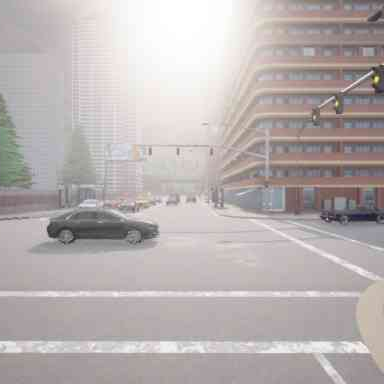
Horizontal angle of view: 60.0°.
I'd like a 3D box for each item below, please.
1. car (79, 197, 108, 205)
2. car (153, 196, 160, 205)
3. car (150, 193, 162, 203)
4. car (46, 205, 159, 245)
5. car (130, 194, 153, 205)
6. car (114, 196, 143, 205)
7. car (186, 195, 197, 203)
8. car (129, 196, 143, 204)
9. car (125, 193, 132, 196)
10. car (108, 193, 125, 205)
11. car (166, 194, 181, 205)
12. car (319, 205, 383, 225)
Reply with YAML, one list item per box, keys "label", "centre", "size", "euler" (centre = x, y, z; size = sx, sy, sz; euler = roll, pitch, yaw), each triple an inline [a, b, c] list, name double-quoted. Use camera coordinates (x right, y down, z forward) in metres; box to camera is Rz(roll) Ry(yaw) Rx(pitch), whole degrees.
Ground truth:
- label: "car"
  centre: [-10.655, 1.526, 34.933]
  size: [1.812, 1.442, 4.674]
  euler: [0, 0, 2]
- label: "car"
  centre: [-7.175, 1.491, 56.588]
  size: [2.128, 1.511, 4.902]
  euler: [0, 0, 0]
- label: "car"
  centre: [-7.132, 1.526, 66.812]
  size: [1.812, 1.442, 4.674]
  euler: [0, 0, 0]
- label: "car"
  centre: [-3.948, 1.495, 15.013]
  size: [4.892, 1.490, 1.837]
  euler: [0, 0, -1]
- label: "car"
  centre: [-7.173, 1.477, 47.109]
  size: [1.882, 1.535, 5.008]
  euler: [0, 0, 0]
- label: "car"
  centre: [-7.145, 1.526, 37.770]
  size: [1.812, 1.442, 4.674]
  euler: [0, 0, 0]
- label: "car"
  centre: [-0.112, 1.350, 69.683]
  size: [2.097, 1.767, 4.553]
  euler: [0, 0, 0]
- label: "car"
  centre: [-10.646, 1.505, 64.025]
  size: [1.837, 1.490, 4.892]
  euler: [0, 0, 0]
- label: "car"
  centre: [-10.679, 1.221, 53.608]
  size: [2.150, 2.045, 5.566]
  euler: [0, 0, 0]
- label: "car"
  centre: [-10.669, 1.352, 43.879]
  size: [2.097, 1.767, 4.553]
  euler: [0, 0, 0]
- label: "car"
  centre: [-3.493, 1.547, 58.193]
  size: [2.033, 1.411, 5.357]
  euler: [0, 0, 0]
- label: "car"
  centre: [11.385, 1.545, 23.200]
  size: [4.718, 1.301, 1.895]
  euler: [0, 0, -13]
